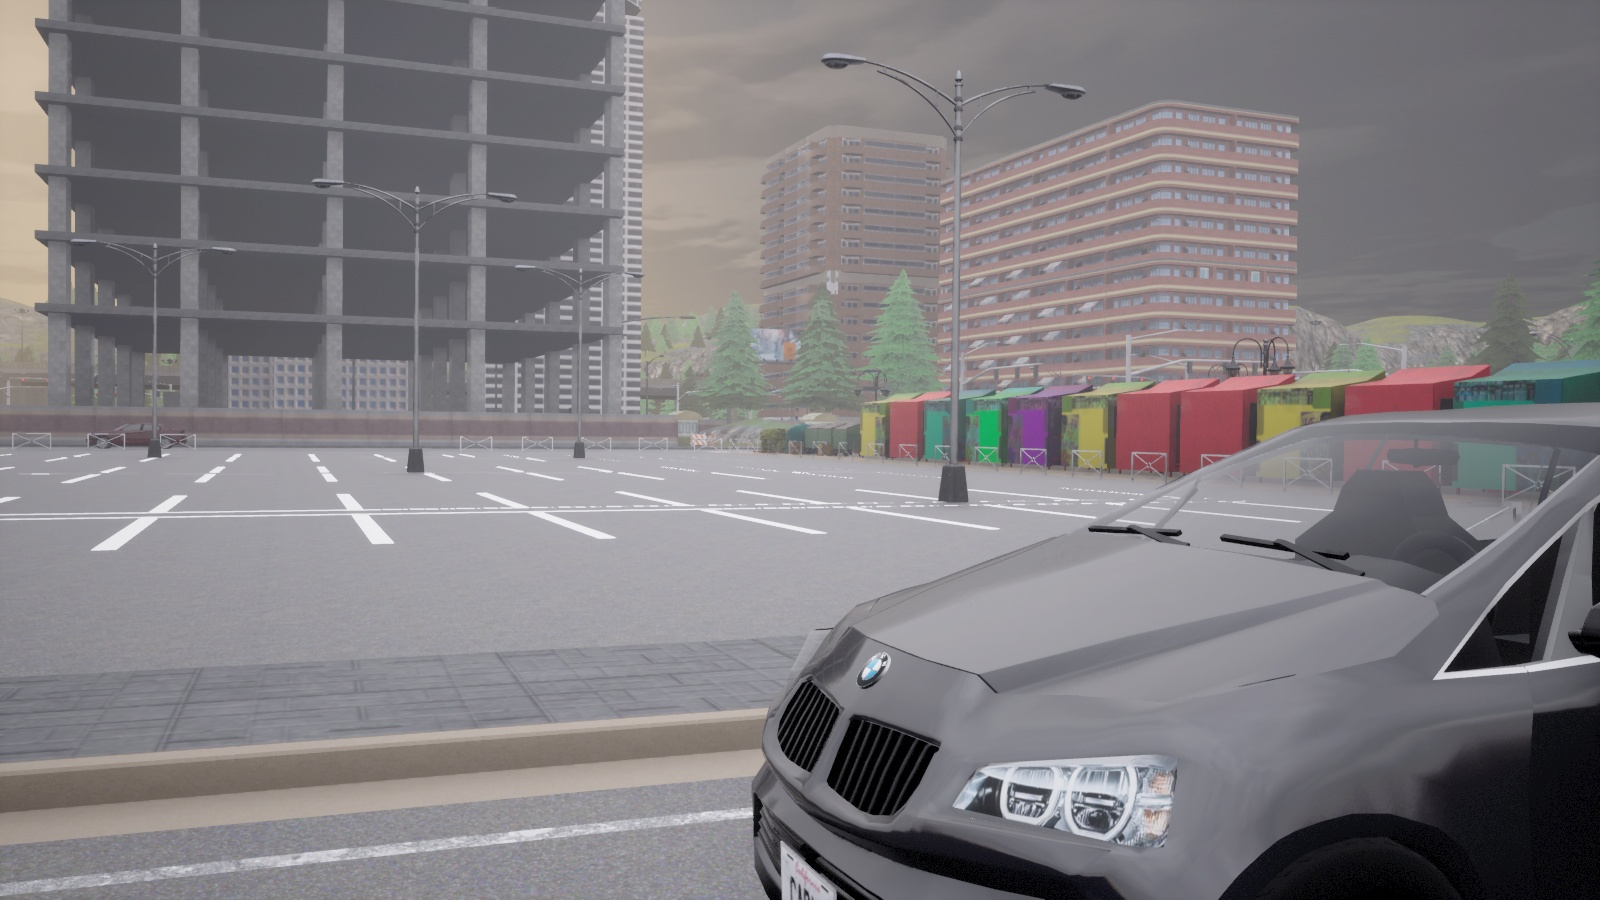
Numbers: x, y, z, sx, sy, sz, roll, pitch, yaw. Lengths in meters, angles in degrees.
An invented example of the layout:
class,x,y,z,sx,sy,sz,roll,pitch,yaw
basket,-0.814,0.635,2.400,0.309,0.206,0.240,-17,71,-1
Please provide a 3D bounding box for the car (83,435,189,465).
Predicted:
class,x,y,z,sx,sy,sz,roll,pitch,yaw
car,-36.933,-0.019,69.992,5.008,1.535,1.882,-1,1,-23

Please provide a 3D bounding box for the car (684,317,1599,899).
class,x,y,z,sx,sy,sz,roll,pitch,yaw
car,2.168,0.553,4.061,4.611,1.667,2.242,-1,1,-21
